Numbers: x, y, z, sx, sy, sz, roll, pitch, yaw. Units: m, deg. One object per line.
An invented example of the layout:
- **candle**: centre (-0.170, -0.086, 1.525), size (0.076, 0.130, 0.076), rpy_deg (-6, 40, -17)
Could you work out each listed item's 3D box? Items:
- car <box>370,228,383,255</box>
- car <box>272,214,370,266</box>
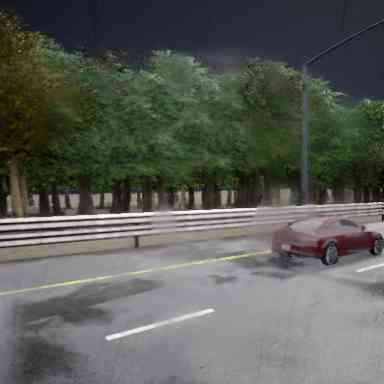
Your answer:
- **car**: centre (6.745, 1.499, 8.563), size (4.674, 1.442, 1.812), rpy_deg (0, 0, -36)
- **car**: centre (4.713, 1.499, 11.413), size (4.674, 1.442, 1.812), rpy_deg (0, 0, -36)
